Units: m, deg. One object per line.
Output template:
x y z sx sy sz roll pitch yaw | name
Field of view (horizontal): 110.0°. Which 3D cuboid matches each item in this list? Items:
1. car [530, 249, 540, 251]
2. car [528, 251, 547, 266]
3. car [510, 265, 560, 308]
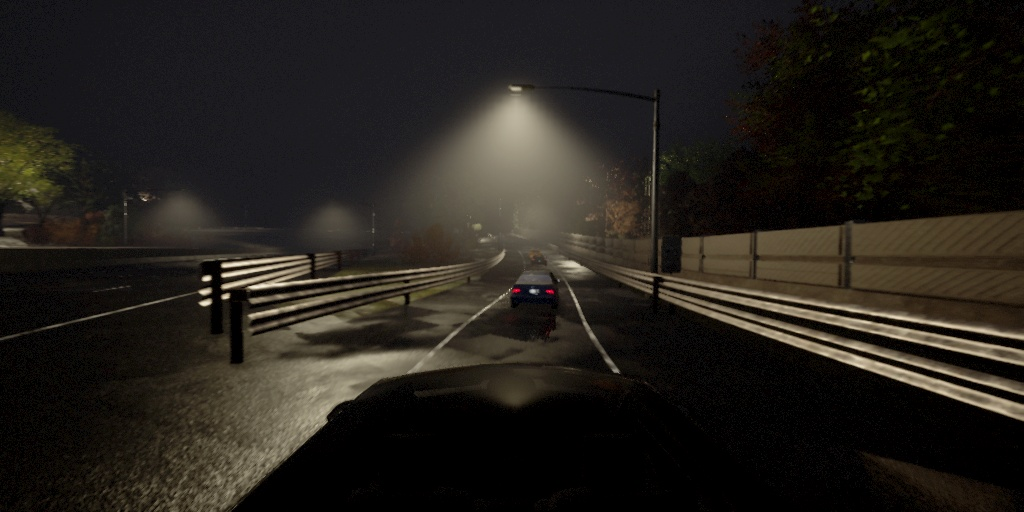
3.500 -0.340 55.295 1.882 1.535 5.008 1 5 -1 | car
3.335 0.439 45.177 1.994 1.385 4.181 1 3 1 | car
1.054 1.320 15.383 2.033 1.411 5.357 1 0 7 | car
